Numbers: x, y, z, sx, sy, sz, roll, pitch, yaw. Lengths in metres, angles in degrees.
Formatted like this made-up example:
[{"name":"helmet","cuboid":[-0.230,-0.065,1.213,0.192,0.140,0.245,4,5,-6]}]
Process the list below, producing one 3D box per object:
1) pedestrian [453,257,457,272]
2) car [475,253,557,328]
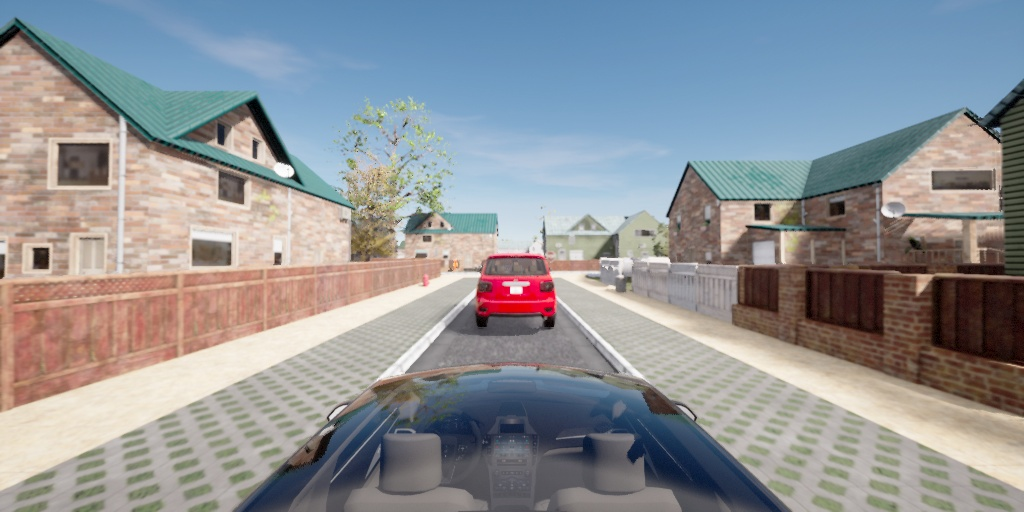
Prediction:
[{"name":"pedestrian","cuboid":[-6.693,1.004,42.216,0.375,1.860,0.375,0,-1,1]},{"name":"car","cuboid":[0.094,0.943,11.406,2.150,2.045,5.566,0,0,0]}]
